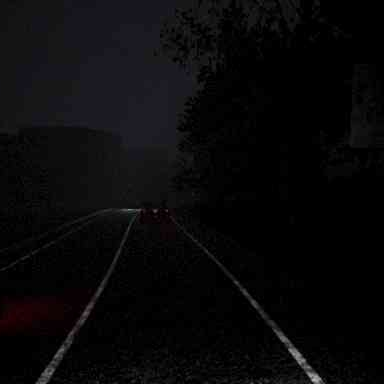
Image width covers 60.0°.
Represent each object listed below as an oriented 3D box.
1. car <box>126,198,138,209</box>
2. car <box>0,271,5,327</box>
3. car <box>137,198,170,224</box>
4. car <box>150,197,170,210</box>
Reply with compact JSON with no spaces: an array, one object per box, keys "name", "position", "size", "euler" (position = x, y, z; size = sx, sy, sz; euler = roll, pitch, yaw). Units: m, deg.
[{"name":"car","position":[-7.496,1.492,44.975],"size":[1.812,1.442,4.674],"euler":[0,0,1]},{"name":"car","position":[-3.597,1.505,2.848],"size":[1.882,1.535,5.008],"euler":[0,0,-3]},{"name":"car","position":[-2.841,1.361,25.438],"size":[2.097,1.767,4.553],"euler":[-1,0,-7]},{"name":"car","position":[-4.054,1.459,42.926],"size":[2.128,1.511,4.902],"euler":[0,0,0]}]
